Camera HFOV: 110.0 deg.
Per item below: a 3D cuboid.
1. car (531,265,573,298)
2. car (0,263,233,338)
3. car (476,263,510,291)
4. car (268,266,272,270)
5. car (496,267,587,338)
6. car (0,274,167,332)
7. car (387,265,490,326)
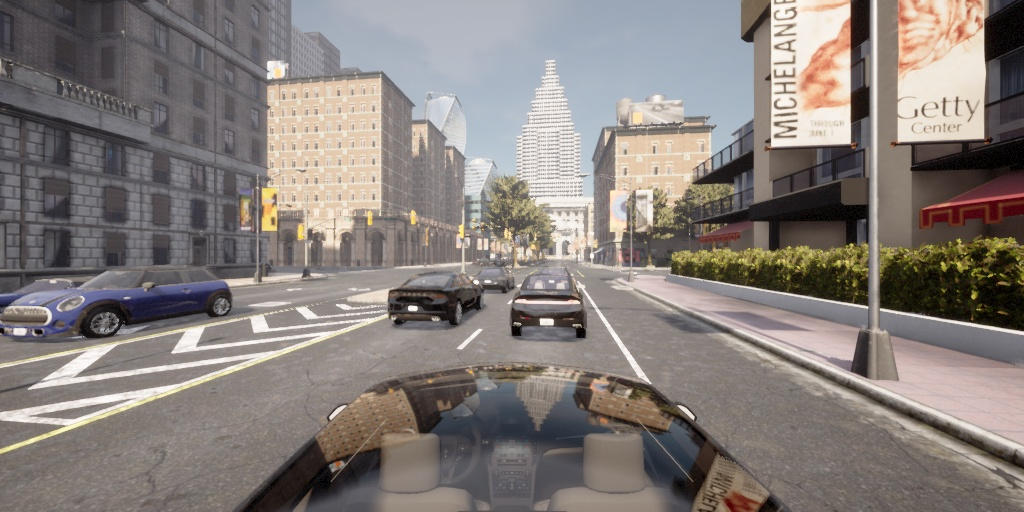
[{"bbox_3d":[2.382,1.298,20.017,2.033,1.411,5.357,0,0,10],"label":"car"},{"bbox_3d":[-10.714,1.101,10.245,2.097,1.767,4.553,0,0,8],"label":"car"},{"bbox_3d":[-1.006,1.314,20.854,1.994,1.385,4.181,0,0,8],"label":"car"},{"bbox_3d":[-32.356,1.255,44.321,4.892,1.490,1.837,0,0,8],"label":"car"},{"bbox_3d":[1.092,1.242,10.298,2.128,1.511,4.902,0,0,8],"label":"car"},{"bbox_3d":[-14.123,1.351,11.176,1.895,1.301,4.718,0,0,8],"label":"car"},{"bbox_3d":[-2.250,1.228,11.821,1.882,1.535,5.008,0,0,8],"label":"car"}]
